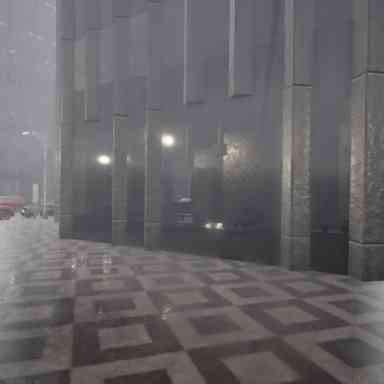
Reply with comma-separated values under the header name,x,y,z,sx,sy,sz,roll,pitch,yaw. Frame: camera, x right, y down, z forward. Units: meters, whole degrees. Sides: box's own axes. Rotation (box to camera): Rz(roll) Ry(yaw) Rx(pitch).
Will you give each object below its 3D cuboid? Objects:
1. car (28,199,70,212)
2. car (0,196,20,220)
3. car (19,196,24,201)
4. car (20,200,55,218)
name,x,y,z,sx,sy,sz,roll,pitch,yaw
car,-17.502,1.634,40.922,1.947,1.339,4.313,1,0,35
car,-17.119,1.463,26.776,2.192,1.841,5.009,1,0,35
car,-20.776,1.354,36.328,2.192,1.841,5.009,1,0,35
car,-13.845,1.742,31.371,1.947,1.339,4.313,1,0,35
